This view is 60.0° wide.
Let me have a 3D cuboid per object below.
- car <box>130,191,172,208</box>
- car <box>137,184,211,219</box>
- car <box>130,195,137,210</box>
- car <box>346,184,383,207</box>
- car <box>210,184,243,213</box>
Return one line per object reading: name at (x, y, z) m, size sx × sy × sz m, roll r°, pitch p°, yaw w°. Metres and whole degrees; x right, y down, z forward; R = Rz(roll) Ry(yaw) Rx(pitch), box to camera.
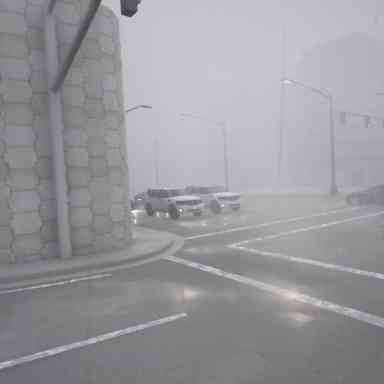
car at (-4.217, 0.692, 33.629) m, size 2.128 × 1.511 × 4.902 m, roll -5°, pitch 3°, yaw -35°
car at (-1.445, 0.661, 23.630) m, size 2.150 × 2.045 × 5.566 m, roll -5°, pitch 3°, yaw -35°
car at (-6.867, 1.001, 31.330) m, size 1.994 × 1.385 × 4.181 m, roll -5°, pitch 3°, yaw -35°
car at (12.747, 0.224, 22.095) m, size 1.837 × 1.490 × 4.892 m, roll -5°, pitch 3°, yaw -35°
car at (1.400, 0.425, 25.654) m, size 2.150 × 2.045 × 5.566 m, roll -5°, pitch 3°, yaw -35°
